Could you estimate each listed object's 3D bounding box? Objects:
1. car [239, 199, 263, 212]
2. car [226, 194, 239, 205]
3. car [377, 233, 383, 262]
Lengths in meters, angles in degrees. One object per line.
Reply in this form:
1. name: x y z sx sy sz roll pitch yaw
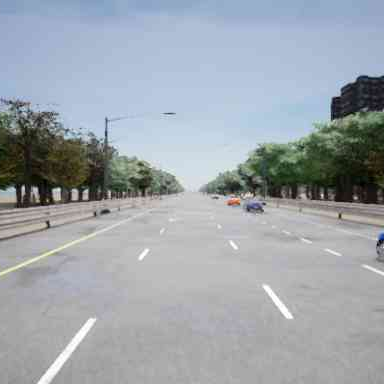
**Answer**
1. car: 7.063 1.557 38.930 1.812 1.442 4.674 0 0 0
2. car: 7.144 1.393 57.641 2.097 1.767 4.553 0 0 0
3. car: 7.003 1.495 8.928 1.882 1.535 5.008 0 0 0
